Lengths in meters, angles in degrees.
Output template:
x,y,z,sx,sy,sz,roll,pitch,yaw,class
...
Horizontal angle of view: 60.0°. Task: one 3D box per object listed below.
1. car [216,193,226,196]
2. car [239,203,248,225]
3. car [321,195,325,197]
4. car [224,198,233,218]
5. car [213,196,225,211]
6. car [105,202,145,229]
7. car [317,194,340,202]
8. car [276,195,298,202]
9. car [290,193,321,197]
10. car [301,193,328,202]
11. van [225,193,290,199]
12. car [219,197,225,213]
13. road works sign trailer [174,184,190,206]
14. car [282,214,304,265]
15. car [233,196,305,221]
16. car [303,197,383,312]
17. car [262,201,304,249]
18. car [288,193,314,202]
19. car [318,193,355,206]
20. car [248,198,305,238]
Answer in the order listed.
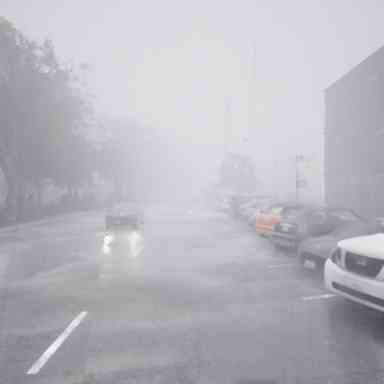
x,y,z,sx,sy,sz,roll,pitch,yaw,class
5.270,1.195,39.500,5.566,2.045,2.435,1,0,-20,car
5.320,1.497,18.451,4.674,1.452,2.002,1,0,-20,car
21.097,1.480,55.661,2.163,1.488,4.792,-1,1,-22,car
5.300,1.453,24.462,5.008,1.535,2.097,1,0,-20,car
5.102,1.443,33.406,5.366,1.575,1.946,1,0,-20,car
-4.187,1.446,21.389,1.882,1.535,5.008,0,0,0,car
29.801,1.327,72.883,2.185,1.767,4.553,1,-1,-22,car
20.723,1.476,72.605,2.163,1.488,4.792,0,-1,-22,car
18.182,1.198,55.536,2.435,2.045,5.566,0,1,-22,car
26.805,1.198,72.744,2.435,2.045,5.566,1,-1,-22,car
5.410,1.228,27.508,4.442,1.987,1.878,1,0,-20,van
5.294,1.490,30.465,4.674,1.452,2.002,1,0,-20,car
-1.215,0.418,55.180,2.880,3.560,2.380,0,0,-41,road works sign trailer
5.302,1.497,9.427,4.792,1.488,2.163,1,0,-20,car
5.348,1.330,21.459,4.553,1.767,2.185,1,0,-20,car
5.306,1.221,6.427,5.566,2.045,2.435,1,0,-20,car
5.294,1.337,12.441,4.553,1.767,2.185,1,0,-20,car
23.745,1.197,72.697,2.435,2.045,5.566,0,-1,-22,car
24.062,1.201,55.751,2.435,2.045,5.566,-1,1,-22,car
5.291,1.334,15.442,4.553,1.767,2.185,1,0,-20,car
